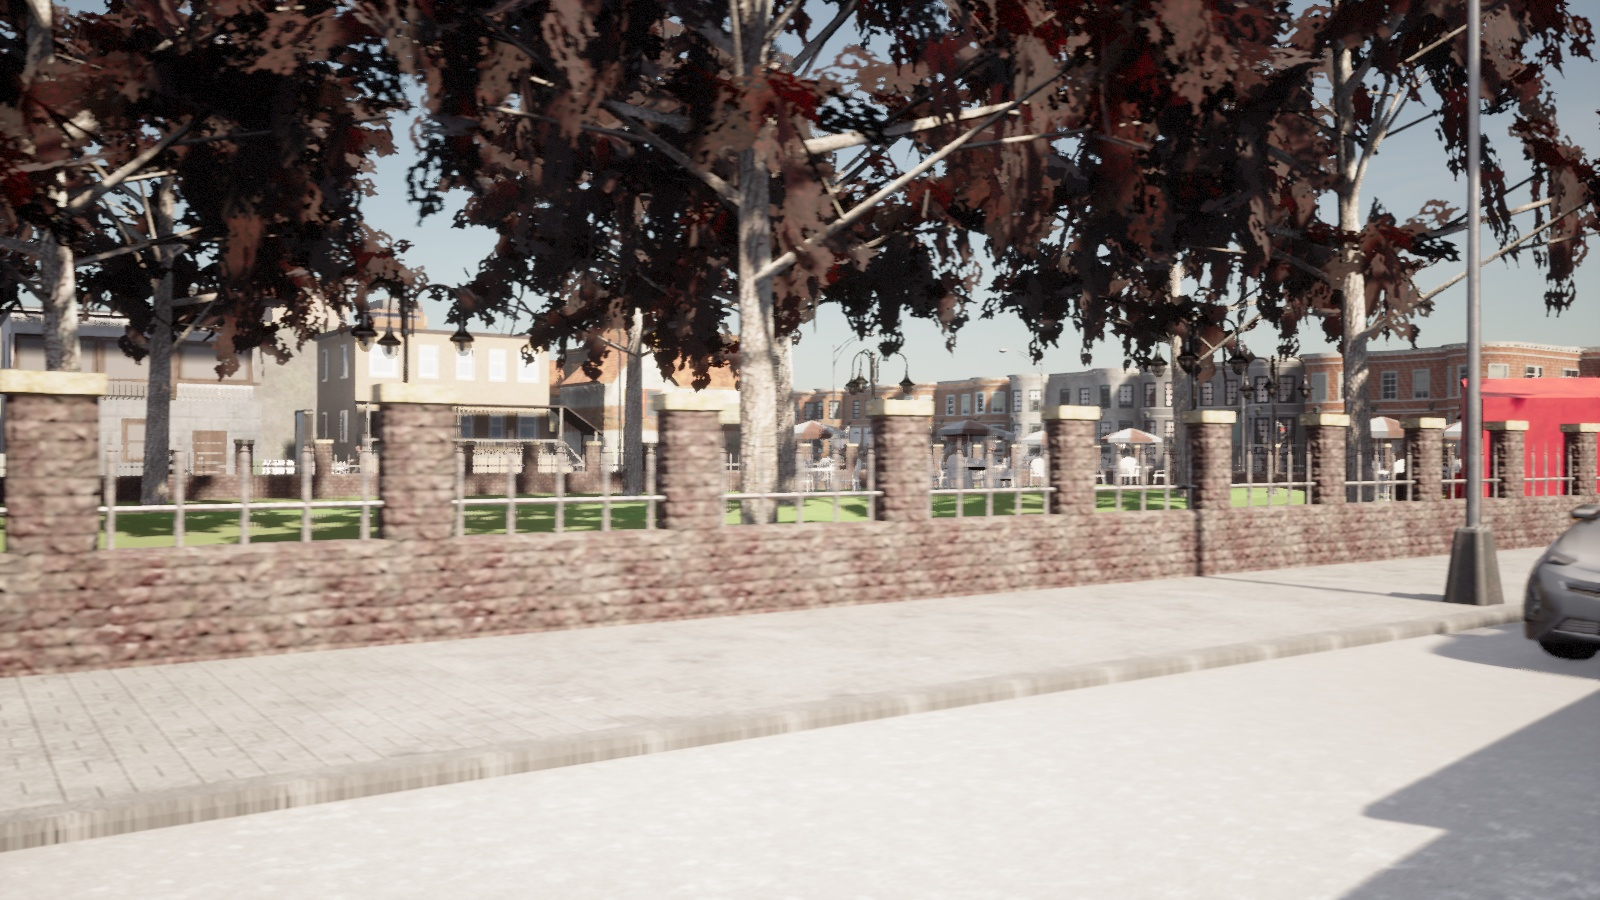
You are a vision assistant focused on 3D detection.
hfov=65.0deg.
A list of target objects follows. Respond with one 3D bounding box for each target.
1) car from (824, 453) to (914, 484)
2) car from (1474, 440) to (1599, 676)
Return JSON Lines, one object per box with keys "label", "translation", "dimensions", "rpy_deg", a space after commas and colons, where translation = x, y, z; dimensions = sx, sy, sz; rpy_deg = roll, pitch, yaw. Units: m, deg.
{"label": "car", "translation": [3.396, 0.903, 61.769], "dimensions": [4.193, 1.474, 1.816], "rpy_deg": [0, 0, -35]}
{"label": "car", "translation": [7.139, 0.699, 9.243], "dimensions": [4.514, 1.525, 2.007], "rpy_deg": [0, 0, -35]}
